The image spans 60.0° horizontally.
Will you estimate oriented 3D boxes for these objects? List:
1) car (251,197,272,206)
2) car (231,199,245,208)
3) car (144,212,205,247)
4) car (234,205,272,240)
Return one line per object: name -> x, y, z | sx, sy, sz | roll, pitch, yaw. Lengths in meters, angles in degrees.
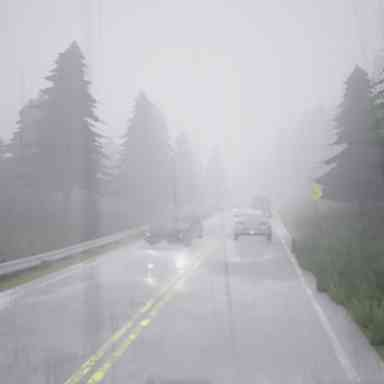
car -> 7.898, 1.550, 37.901 | 2.150, 2.045, 5.566 | 0, -1, 14
car -> 7.813, 2.023, 57.262 | 1.882, 1.535, 5.008 | 1, -2, 0
car -> -0.599, 1.675, 16.040 | 2.033, 1.411, 5.357 | 0, -1, 12
car -> 3.288, 1.670, 17.920 | 1.812, 1.442, 4.674 | 0, -1, 12
